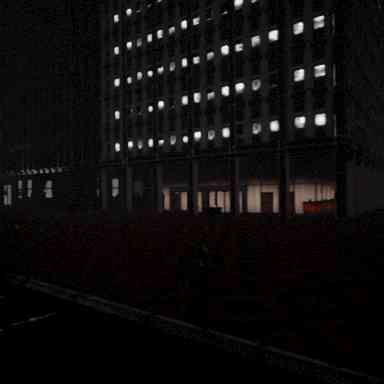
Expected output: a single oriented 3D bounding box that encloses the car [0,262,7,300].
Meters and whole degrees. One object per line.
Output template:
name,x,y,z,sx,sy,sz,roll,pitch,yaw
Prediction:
car,-5.460,1.546,6.785,4.403,1.369,2.008,0,-1,36
